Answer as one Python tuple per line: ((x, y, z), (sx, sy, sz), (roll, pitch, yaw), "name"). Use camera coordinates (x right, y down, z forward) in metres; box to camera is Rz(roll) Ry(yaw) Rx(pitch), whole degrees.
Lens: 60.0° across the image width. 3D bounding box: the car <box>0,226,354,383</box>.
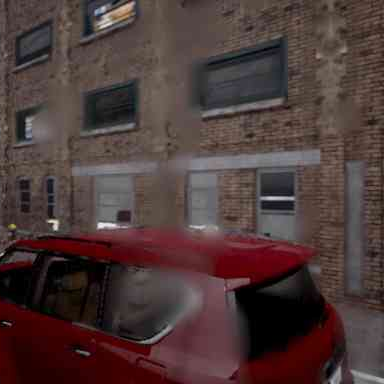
((-0.996, 1.311, 3.588), (5.009, 1.841, 2.192), (0, 0, 36), "car")
